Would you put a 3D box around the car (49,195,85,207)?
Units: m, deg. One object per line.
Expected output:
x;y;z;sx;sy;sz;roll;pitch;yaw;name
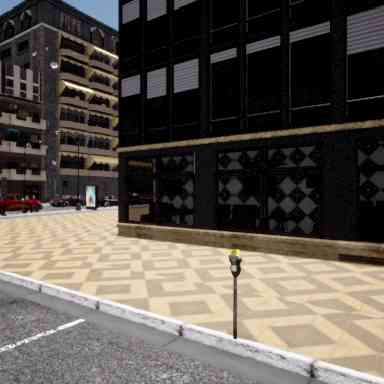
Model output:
-14.699;1.082;40.274;1.994;1.385;4.181;0;1;35;car

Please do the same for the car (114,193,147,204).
-8.895;0.853;48.519;1.812;1.442;4.674;0;1;35;car

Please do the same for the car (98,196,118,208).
-9.271;1.072;37.901;1.947;1.339;4.313;1;2;35;car

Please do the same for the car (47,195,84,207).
-16.166;1.074;42.663;1.802;1.307;4.206;1;2;35;car

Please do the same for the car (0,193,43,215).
-15.642;1.029;28.813;2.192;1.841;5.009;1;2;35;car
